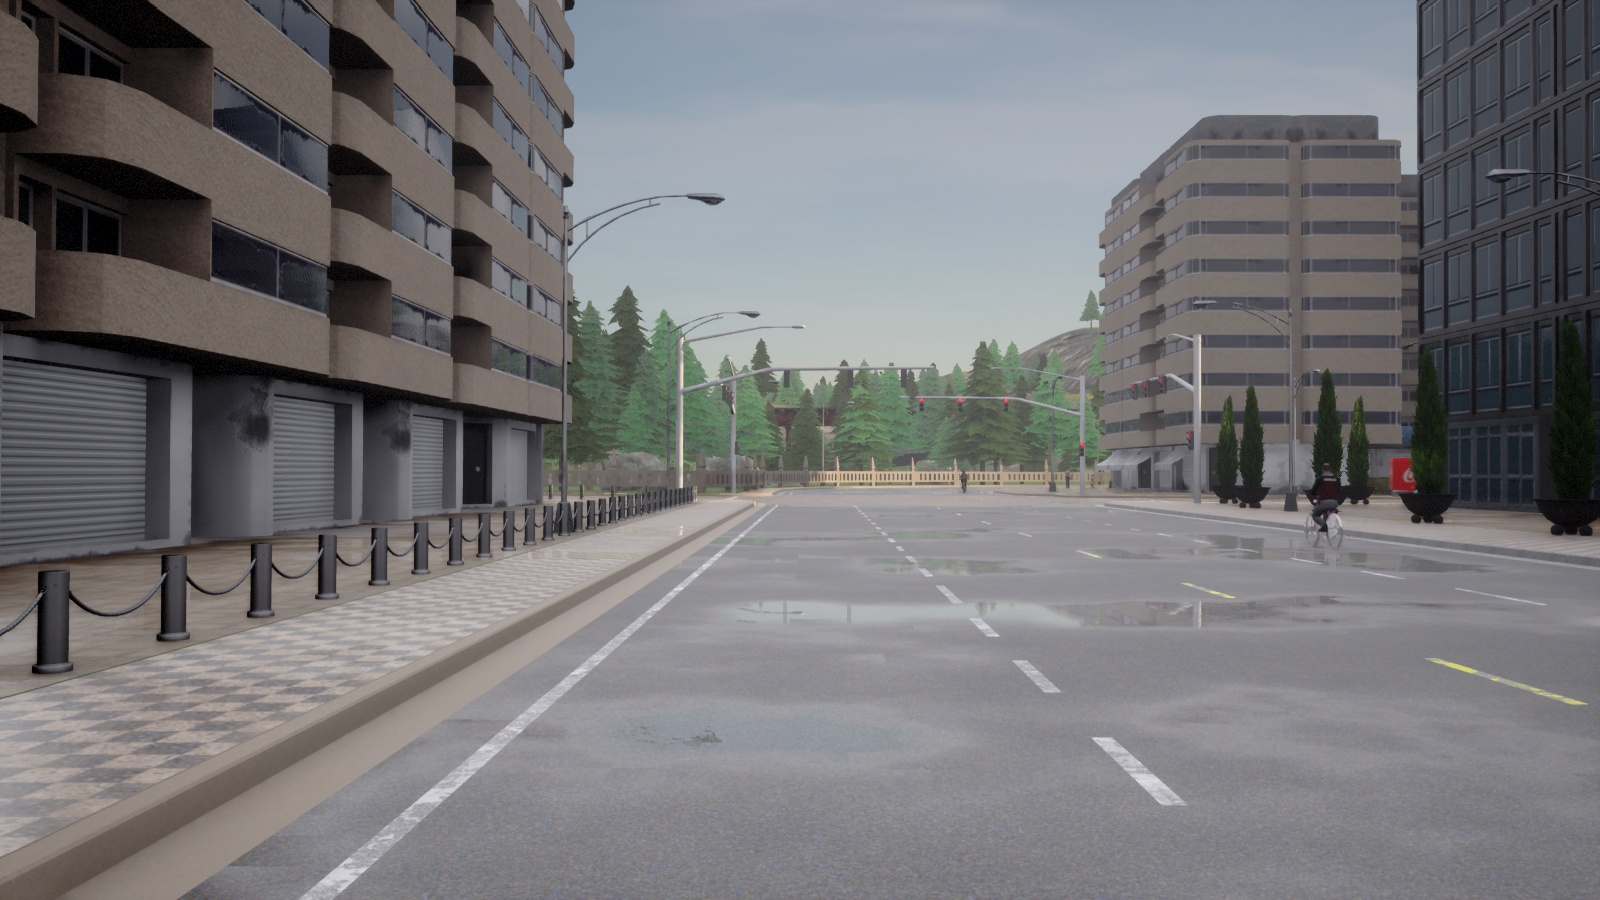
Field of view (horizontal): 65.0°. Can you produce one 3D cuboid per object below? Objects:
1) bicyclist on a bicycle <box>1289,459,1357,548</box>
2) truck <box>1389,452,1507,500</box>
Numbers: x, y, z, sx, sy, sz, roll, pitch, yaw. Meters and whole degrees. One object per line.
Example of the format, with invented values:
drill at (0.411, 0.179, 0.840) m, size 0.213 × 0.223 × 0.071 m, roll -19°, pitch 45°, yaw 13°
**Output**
bicyclist on a bicycle at (10.795, 1.077, 25.984) m, size 0.659 × 1.776 × 1.843 m, roll 0°, pitch -1°, yaw 1°
truck at (33.821, 1.349, 65.731) m, size 5.204 × 2.467 × 2.627 m, roll -1°, pitch 0°, yaw 21°
